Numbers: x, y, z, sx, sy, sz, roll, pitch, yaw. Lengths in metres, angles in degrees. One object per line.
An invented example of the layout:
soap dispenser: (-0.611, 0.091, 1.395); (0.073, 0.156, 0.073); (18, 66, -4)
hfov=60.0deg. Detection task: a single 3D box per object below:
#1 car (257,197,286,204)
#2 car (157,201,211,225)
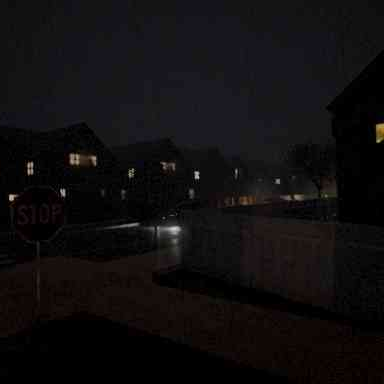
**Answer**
car: (8.603, 1.292, 35.882); (1.882, 1.535, 5.008); (-2, -1, 36)
car: (-0.421, 1.428, 23.608); (1.837, 1.490, 4.892); (-2, -1, 36)
